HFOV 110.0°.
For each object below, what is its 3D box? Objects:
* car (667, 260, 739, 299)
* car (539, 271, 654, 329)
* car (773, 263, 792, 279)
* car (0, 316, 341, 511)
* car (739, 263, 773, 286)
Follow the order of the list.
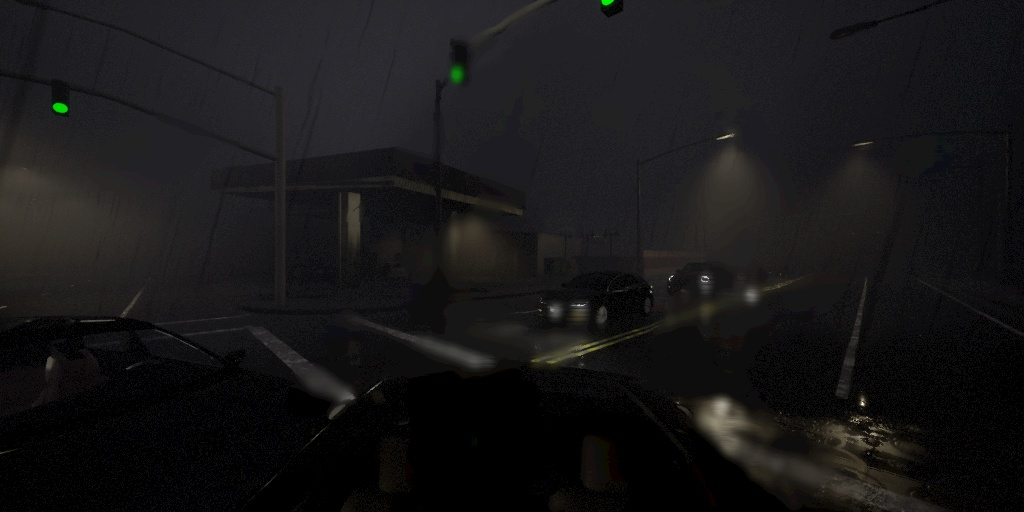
[{"bbox_3d":[9.722,1.102,18.382,4.553,1.767,2.097,0,0,-45],"label":"car"},{"bbox_3d":[2.883,1.255,11.538,1.837,1.490,4.892,0,0,45],"label":"car"},{"bbox_3d":[23.784,1.314,32.344,4.181,1.385,1.994,0,0,-45],"label":"car"},{"bbox_3d":[-3.420,1.242,2.520,4.902,1.511,2.128,0,0,15],"label":"car"},{"bbox_3d":[16.650,1.314,25.292,1.994,1.385,4.181,0,0,44],"label":"car"}]
